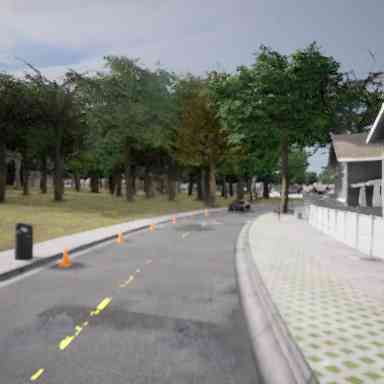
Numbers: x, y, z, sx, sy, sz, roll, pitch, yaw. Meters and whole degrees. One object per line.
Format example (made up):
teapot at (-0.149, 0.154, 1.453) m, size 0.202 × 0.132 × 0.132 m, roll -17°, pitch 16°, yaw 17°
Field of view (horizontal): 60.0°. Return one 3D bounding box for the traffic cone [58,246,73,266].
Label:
traffic cone at (-3.953, 1.990, 10.414) m, size 0.340 × 0.580 × 0.340 m, roll 0°, pitch 0°, yaw 6°

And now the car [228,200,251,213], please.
car at (5.852, 1.715, 40.523) m, size 1.882 × 1.535 × 5.008 m, roll 0°, pitch 0°, yaw 23°

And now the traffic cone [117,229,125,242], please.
traffic cone at (-3.306, 2.021, 15.486) m, size 0.340 × 0.580 × 0.340 m, roll 0°, pitch 0°, yaw 9°

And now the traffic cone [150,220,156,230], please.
traffic cone at (-2.427, 2.053, 20.523) m, size 0.340 × 0.580 × 0.340 m, roll 0°, pitch 0°, yaw 11°
